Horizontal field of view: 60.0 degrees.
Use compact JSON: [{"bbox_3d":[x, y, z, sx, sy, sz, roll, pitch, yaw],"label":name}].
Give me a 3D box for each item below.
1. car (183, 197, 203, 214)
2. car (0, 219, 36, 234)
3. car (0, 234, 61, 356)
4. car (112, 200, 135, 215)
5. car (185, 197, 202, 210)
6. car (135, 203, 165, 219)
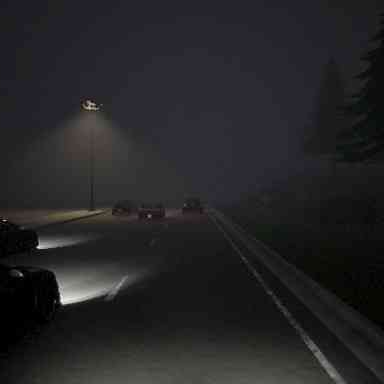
[{"bbox_3d":[0.101,1.352,35.367,2.097,1.767,4.553,0,0,0],"label":"car"},{"bbox_3d":[-6.899,1.564,11.120,1.994,1.385,4.181,0,0,0],"label":"car"},{"bbox_3d":[-3.402,1.563,4.430,1.994,1.385,4.181,0,0,0],"label":"car"},{"bbox_3d":[-6.895,1.526,34.182,1.812,1.442,4.674,0,0,0],"label":"car"},{"bbox_3d":[0.271,1.491,44.579,2.128,1.511,4.902,0,0,2],"label":"car"},{"bbox_3d":[-3.397,1.601,28.697,1.895,1.301,4.718,0,0,0],"label":"car"}]
